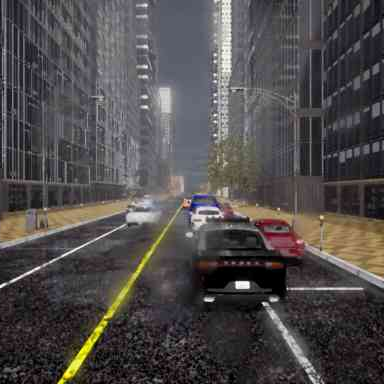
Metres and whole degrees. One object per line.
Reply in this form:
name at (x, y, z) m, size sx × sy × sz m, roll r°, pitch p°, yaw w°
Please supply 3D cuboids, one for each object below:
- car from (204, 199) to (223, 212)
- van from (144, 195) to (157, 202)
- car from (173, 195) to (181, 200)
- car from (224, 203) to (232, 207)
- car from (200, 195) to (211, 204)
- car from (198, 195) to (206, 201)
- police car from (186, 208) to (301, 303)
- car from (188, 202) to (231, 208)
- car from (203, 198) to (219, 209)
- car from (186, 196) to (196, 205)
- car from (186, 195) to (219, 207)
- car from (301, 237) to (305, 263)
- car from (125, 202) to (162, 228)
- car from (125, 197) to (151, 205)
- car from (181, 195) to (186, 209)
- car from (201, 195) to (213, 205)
car at (2.579, 1.544, 40.130) m, size 2.008 × 1.369 × 4.403 m, roll 0°, pitch 0°, yaw 0°
van at (-5.818, 1.329, 45.803) m, size 1.690 × 1.788 × 3.998 m, roll 0°, pitch 0°, yaw 0°
car at (-3.256, 1.453, 90.920) m, size 2.033 × 1.411 × 5.357 m, roll 0°, pitch 0°, yaw 0°
car at (2.610, 1.581, 28.745) m, size 1.802 × 1.307 × 4.206 m, roll 0°, pitch 0°, yaw 0°
car at (2.515, 1.401, 62.900) m, size 1.967 × 1.590 × 4.097 m, roll 0°, pitch 0°, yaw 0°
car at (2.452, 1.463, 85.670) m, size 1.887 × 1.381 × 4.507 m, roll 0°, pitch 0°, yaw 0°
police car at (0.877, 1.425, 8.408) m, size 1.930 × 1.638 × 5.238 m, roll 0°, pitch 0°, yaw 0°
car at (0.850, 1.526, 18.298) m, size 1.812 × 1.442 × 4.674 m, roll 0°, pitch 0°, yaw 0°
car at (2.563, 1.538, 45.823) m, size 2.008 × 1.369 × 4.403 m, roll 0°, pitch 0°, yaw 0°
car at (-0.165, 1.493, 59.057) m, size 1.812 × 1.442 × 4.674 m, roll 0°, pitch 0°, yaw 0°
car at (0.833, 1.224, 24.327) m, size 2.150 × 2.045 × 5.566 m, roll 0°, pitch 0°, yaw 0°
car at (2.658, 1.582, 11.668) m, size 1.802 × 1.307 × 4.206 m, roll 0°, pitch 0°, yaw 0°
car at (-3.163, 1.600, 22.590) m, size 1.895 × 1.301 × 4.718 m, roll 0°, pitch 0°, yaw 0°
car at (-5.786, 1.548, 34.418) m, size 2.008 × 1.369 × 4.403 m, roll 0°, pitch 0°, yaw 0°
car at (-0.112, 1.339, 45.921) m, size 2.097 × 1.767 × 4.553 m, roll 0°, pitch 0°, yaw 0°
car at (2.531, 1.410, 57.208) m, size 1.967 × 1.590 × 4.097 m, roll 0°, pitch 0°, yaw 0°
